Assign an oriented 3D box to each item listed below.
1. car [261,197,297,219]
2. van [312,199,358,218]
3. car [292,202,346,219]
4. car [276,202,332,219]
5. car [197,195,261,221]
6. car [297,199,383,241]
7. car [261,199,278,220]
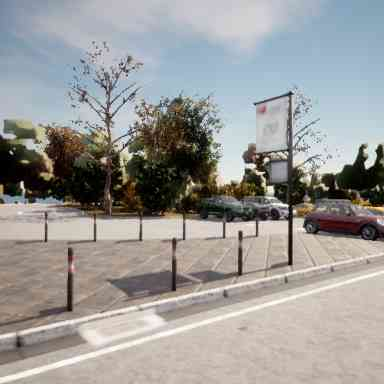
[{"bbox_3d":[7.094,1.451,31.340,2.435,2.045,5.566,2,-1,-36],"label":"car"},{"bbox_3d":[16.209,1.841,37.792,1.878,1.987,4.442,3,-1,-36],"label":"van"},{"bbox_3d":[13.760,1.962,36.401,1.946,1.575,5.366,3,-1,-36],"label":"car"},{"bbox_3d":[11.601,1.872,34.848,1.946,1.575,5.366,2,-1,-36],"label":"car"},{"bbox_3d":[2.676,1.318,28.129,2.435,2.045,5.566,2,-1,-36],"label":"car"},{"bbox_3d":[8.098,1.395,16.977,2.185,1.767,4.553,2,-1,-36],"label":"car"},{"bbox_3d":[4.817,1.633,29.712,2.231,1.521,4.892,2,-1,-36],"label":"car"}]
